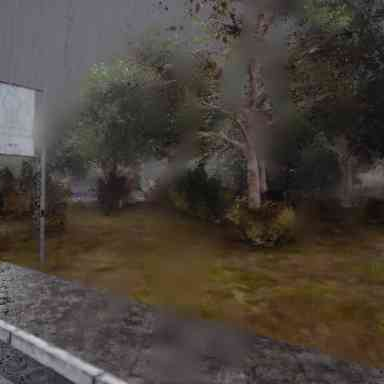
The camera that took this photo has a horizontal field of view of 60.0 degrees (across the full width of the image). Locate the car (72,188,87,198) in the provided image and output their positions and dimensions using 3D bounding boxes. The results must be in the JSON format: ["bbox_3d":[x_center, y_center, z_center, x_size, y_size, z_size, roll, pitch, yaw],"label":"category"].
[{"bbox_3d":[-23.288,0.204,65.227,2.150,2.045,5.566,2,1,33],"label":"car"}]
